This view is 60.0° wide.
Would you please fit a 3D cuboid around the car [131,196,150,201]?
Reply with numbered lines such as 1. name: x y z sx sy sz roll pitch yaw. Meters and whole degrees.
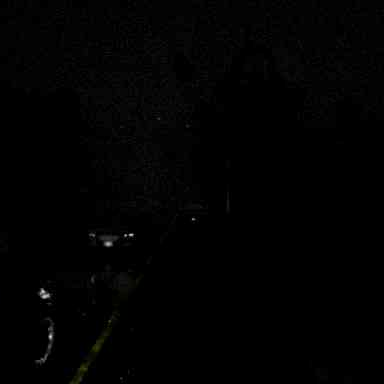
1. car: -13.315 1.680 85.641 4.829 1.417 1.752 0 1 0

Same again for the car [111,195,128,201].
1. car: -18.685 1.562 85.605 4.097 1.590 1.967 0 1 0

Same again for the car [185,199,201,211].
1. car: 0.073 1.647 43.087 1.994 1.385 4.181 0 0 0

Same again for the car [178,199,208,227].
1. car: 0.085 1.484 22.593 1.882 1.535 5.008 0 0 0

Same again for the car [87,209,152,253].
1. car: -2.824 1.490 13.731 2.128 1.511 4.902 0 0 1

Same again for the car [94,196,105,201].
1. car: -24.226 1.669 85.571 4.206 1.307 1.802 0 1 0

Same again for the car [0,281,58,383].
1. car: -2.840 1.565 2.895 1.994 1.385 4.181 0 0 0
